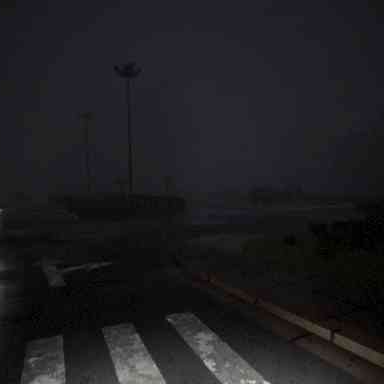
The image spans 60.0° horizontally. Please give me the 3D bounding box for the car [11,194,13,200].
[{"bbox_3d":[-32.569,0.666,63.453,1.882,1.535,5.008,-1,1,-2],"label":"car"}]

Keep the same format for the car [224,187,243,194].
[{"bbox_3d":[7.965,-0.272,61.819,4.193,1.474,1.816,-2,2,-28],"label":"car"}]

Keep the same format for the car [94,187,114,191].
[{"bbox_3d":[-20.189,-0.275,78.000,5.566,2.045,2.150,-2,2,-28],"label":"car"}]

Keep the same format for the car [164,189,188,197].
[{"bbox_3d":[-2.766,0.198,54.638,3.905,1.438,1.784,-2,2,-28],"label":"car"}]

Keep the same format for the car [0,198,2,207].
[{"bbox_3d":[-23.066,1.137,38.243,1.812,1.442,4.674,-2,2,-28],"label":"car"}]

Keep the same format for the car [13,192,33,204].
[{"bbox_3d":[-24.281,0.734,48.140,2.097,1.767,4.553,-2,2,-28],"label":"car"}]

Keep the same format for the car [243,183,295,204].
[{"bbox_3d":[8.115,0.231,34.966,4.605,1.855,1.932,-2,2,-28],"label":"car"}]

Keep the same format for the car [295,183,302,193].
[{"bbox_3d":[14.894,-0.334,50.238,3.866,1.878,1.905,-2,2,-28],"label":"car"}]
